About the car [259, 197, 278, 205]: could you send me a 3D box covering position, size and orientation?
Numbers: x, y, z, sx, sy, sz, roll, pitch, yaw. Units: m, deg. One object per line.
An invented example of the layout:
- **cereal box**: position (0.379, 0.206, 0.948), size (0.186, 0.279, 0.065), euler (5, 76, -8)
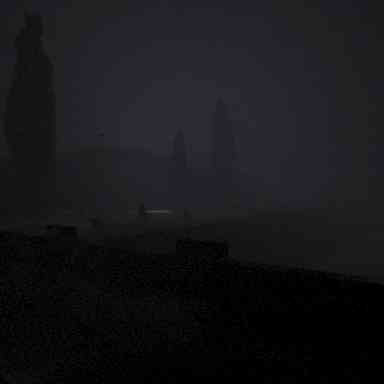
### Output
- **car**: position (13.163, 1.518, 56.895), size (2.128, 1.511, 4.902), euler (0, 0, 35)

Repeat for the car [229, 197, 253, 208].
- **car**: position (7.179, 1.532, 48.421), size (1.837, 1.490, 4.892), euler (0, 0, 36)

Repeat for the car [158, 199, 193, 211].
- **car**: position (-1.978, 1.580, 42.704), size (2.033, 1.411, 5.357), euler (0, 0, 36)
